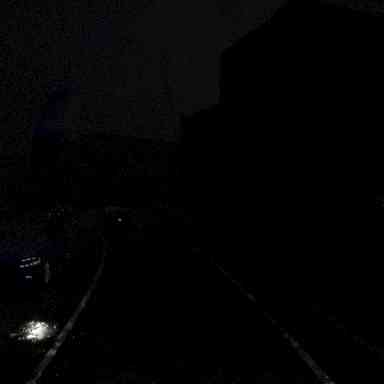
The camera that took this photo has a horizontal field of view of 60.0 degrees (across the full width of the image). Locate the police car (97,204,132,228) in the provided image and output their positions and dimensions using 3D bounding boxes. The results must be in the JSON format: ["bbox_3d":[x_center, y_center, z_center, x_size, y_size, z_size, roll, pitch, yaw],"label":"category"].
[{"bbox_3d":[-5.921,1.723,24.876,1.930,1.638,5.238,-2,0,-23],"label":"police car"}]

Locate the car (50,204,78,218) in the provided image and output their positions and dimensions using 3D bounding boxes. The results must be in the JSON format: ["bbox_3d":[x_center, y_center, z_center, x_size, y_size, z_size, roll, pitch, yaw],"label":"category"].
[{"bbox_3d":[-15.065,2.158,38.911,2.097,1.767,4.553,-3,0,-39],"label":"car"}]

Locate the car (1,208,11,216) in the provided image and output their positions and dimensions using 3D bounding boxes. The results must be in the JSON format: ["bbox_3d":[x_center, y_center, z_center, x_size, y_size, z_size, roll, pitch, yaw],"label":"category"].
[{"bbox_3d":[-26.631,2.895,45.314,4.718,1.301,1.895,-3,1,37],"label":"car"}]

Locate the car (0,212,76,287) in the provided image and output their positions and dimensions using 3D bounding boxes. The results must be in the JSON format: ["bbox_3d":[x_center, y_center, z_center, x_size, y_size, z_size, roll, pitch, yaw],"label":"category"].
[{"bbox_3d":[-4.819,1.577,9.655,1.882,1.535,5.008,-1,-1,-12],"label":"car"}]
